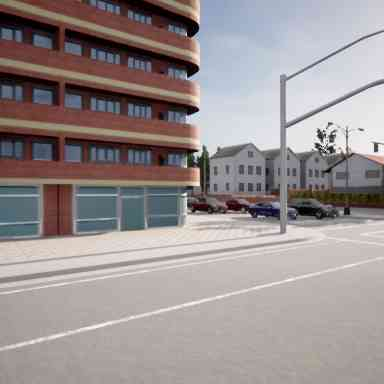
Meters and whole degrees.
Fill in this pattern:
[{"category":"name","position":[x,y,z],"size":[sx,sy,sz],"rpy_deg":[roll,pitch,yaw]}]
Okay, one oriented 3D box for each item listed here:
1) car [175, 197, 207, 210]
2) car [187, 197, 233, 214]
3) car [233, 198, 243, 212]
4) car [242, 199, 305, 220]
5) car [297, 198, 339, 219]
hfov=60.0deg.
[{"category":"car","position":[-0.210,1.505,44.434],"size":[1.837,1.490,4.892],"rpy_deg":[0,0,-35]},{"category":"car","position":[1.795,1.352,35.374],"size":[2.097,1.767,4.553],"rpy_deg":[0,0,-34]},{"category":"car","position":[5.174,1.478,36.646],"size":[1.882,1.535,5.008],"rpy_deg":[0,0,-35]},{"category":"car","position":[6.792,1.526,28.178],"size":[1.812,1.442,4.674],"rpy_deg":[0,0,-35]},{"category":"car","position":[10.427,1.352,29.072],"size":[2.097,1.767,4.553],"rpy_deg":[0,0,-35]}]
